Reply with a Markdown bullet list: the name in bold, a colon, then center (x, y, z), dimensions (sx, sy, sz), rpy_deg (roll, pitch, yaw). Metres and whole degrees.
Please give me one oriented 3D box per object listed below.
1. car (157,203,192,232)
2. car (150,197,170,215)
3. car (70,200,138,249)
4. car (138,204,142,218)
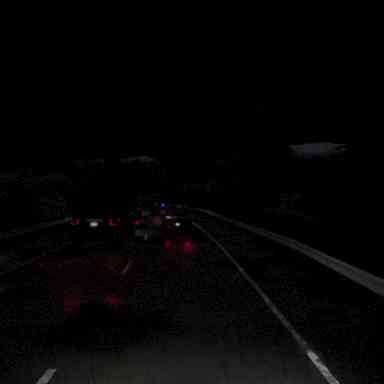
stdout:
- **car**: center (-1.067, 1.723, 22.003), dimensions (2.128, 1.511, 4.902), rpy_deg (0, 0, -5)
- **car**: center (-3.901, 1.646, 40.628), dimensions (2.150, 2.045, 5.566), rpy_deg (0, -1, -12)
- **car**: center (-4.039, 1.391, 15.727), dimensions (2.150, 2.045, 5.566), rpy_deg (0, -1, -4)
- **car**: center (-6.134, 1.852, 33.995), dimensions (2.128, 1.511, 4.902), rpy_deg (0, -1, -9)
